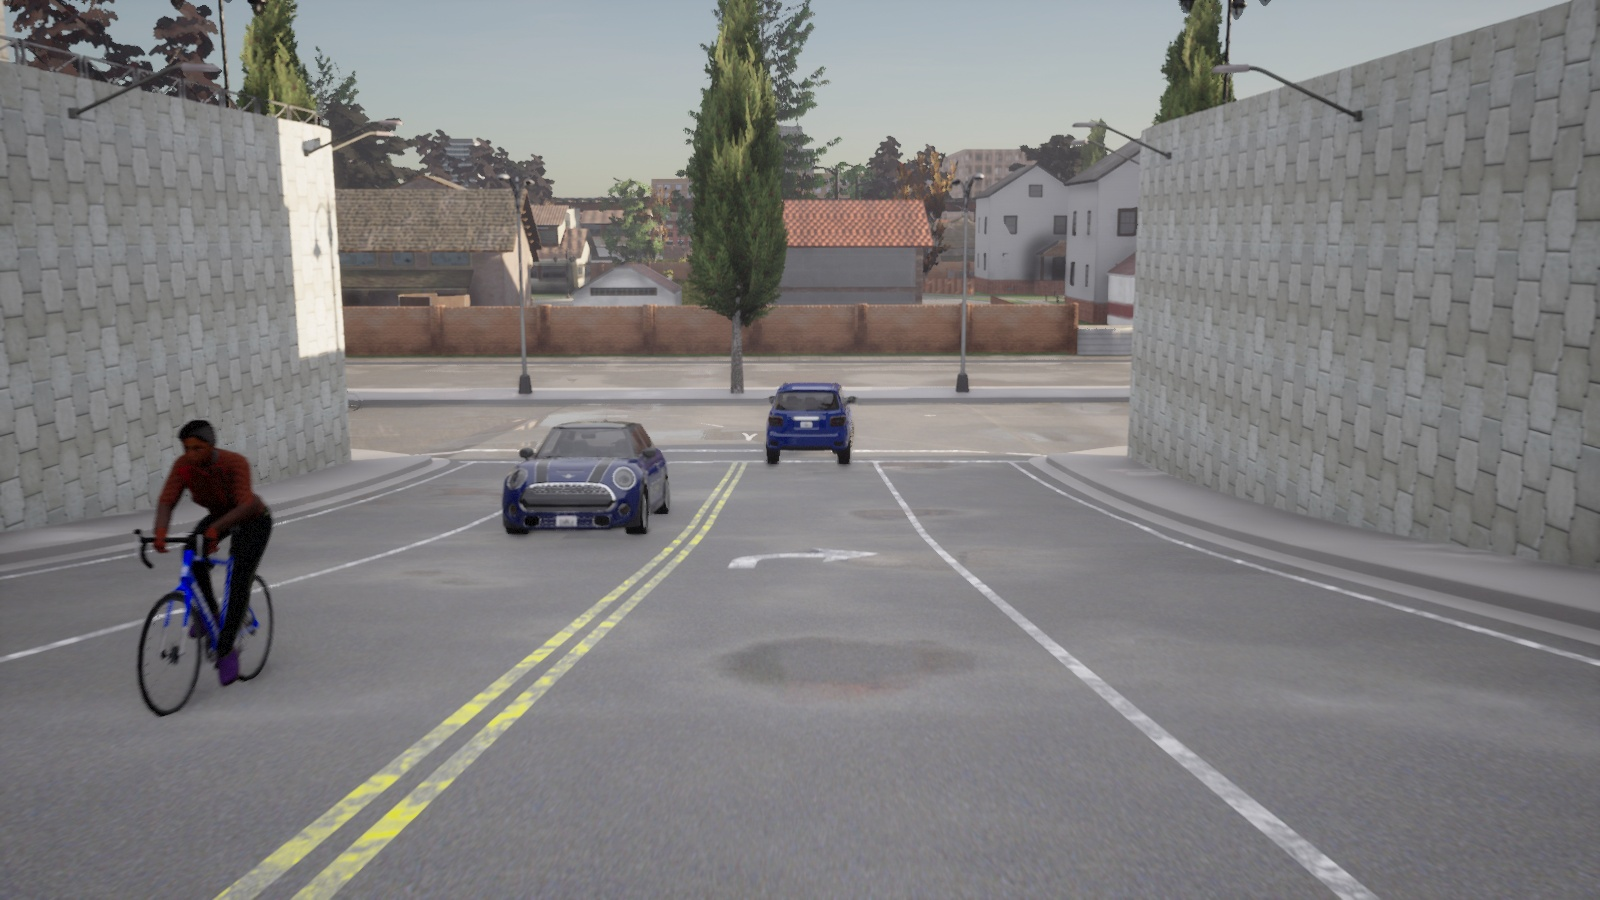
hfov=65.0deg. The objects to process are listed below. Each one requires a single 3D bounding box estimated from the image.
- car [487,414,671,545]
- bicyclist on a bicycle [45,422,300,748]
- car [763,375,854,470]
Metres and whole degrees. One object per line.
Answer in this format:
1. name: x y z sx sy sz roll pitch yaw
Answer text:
1. car: -3.371 0.350 20.097 2.097 1.767 4.553 0 3 0
2. bicyclist on a bicycle: -3.445 0.656 7.064 0.582 1.620 1.656 0 1 0
3. car: 0.320 -0.850 33.932 2.150 2.045 5.566 0 7 3
